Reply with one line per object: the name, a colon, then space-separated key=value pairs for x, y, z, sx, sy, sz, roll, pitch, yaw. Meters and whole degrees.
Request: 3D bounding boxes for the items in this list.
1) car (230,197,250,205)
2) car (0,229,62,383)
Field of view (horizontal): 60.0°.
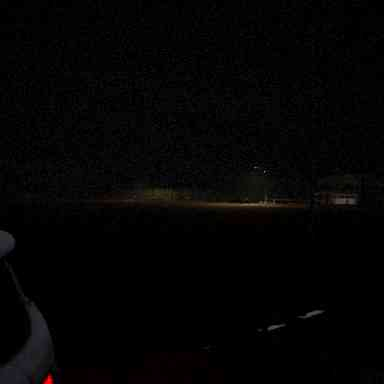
car: x=9.492 y=1.727 z=66.109 sx=1.812 sy=1.442 sz=4.674 roll=2 pitch=-1 yaw=-35
car: x=-3.219 y=1.205 z=0.777 sx=5.566 sy=2.045 sz=2.150 roll=0 pitch=0 yaw=-35
